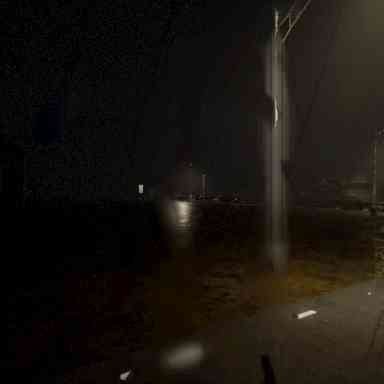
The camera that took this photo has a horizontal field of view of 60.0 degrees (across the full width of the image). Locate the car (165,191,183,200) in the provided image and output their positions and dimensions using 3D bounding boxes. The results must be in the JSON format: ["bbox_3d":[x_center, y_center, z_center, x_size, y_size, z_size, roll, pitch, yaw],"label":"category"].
[{"bbox_3d":[-3.456,0.682,64.431,1.837,1.490,4.892,2,-1,-35],"label":"car"}]

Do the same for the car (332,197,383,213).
[{"bbox_3d":[17.304,1.283,34.925,1.882,1.535,5.008,2,-1,-35],"label":"car"}]

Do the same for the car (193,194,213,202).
[{"bbox_3d":[2.043,1.098,62.709,1.837,1.490,4.892,2,-1,-35],"label":"car"}]

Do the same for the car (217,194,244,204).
[{"bbox_3d":[5.900,1.092,51.056,1.837,1.490,4.892,2,-1,-35],"label":"car"}]

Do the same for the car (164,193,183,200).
[{"bbox_3d":[-3.999,0.954,71.235,1.895,1.301,4.718,2,-1,-35],"label":"car"}]
